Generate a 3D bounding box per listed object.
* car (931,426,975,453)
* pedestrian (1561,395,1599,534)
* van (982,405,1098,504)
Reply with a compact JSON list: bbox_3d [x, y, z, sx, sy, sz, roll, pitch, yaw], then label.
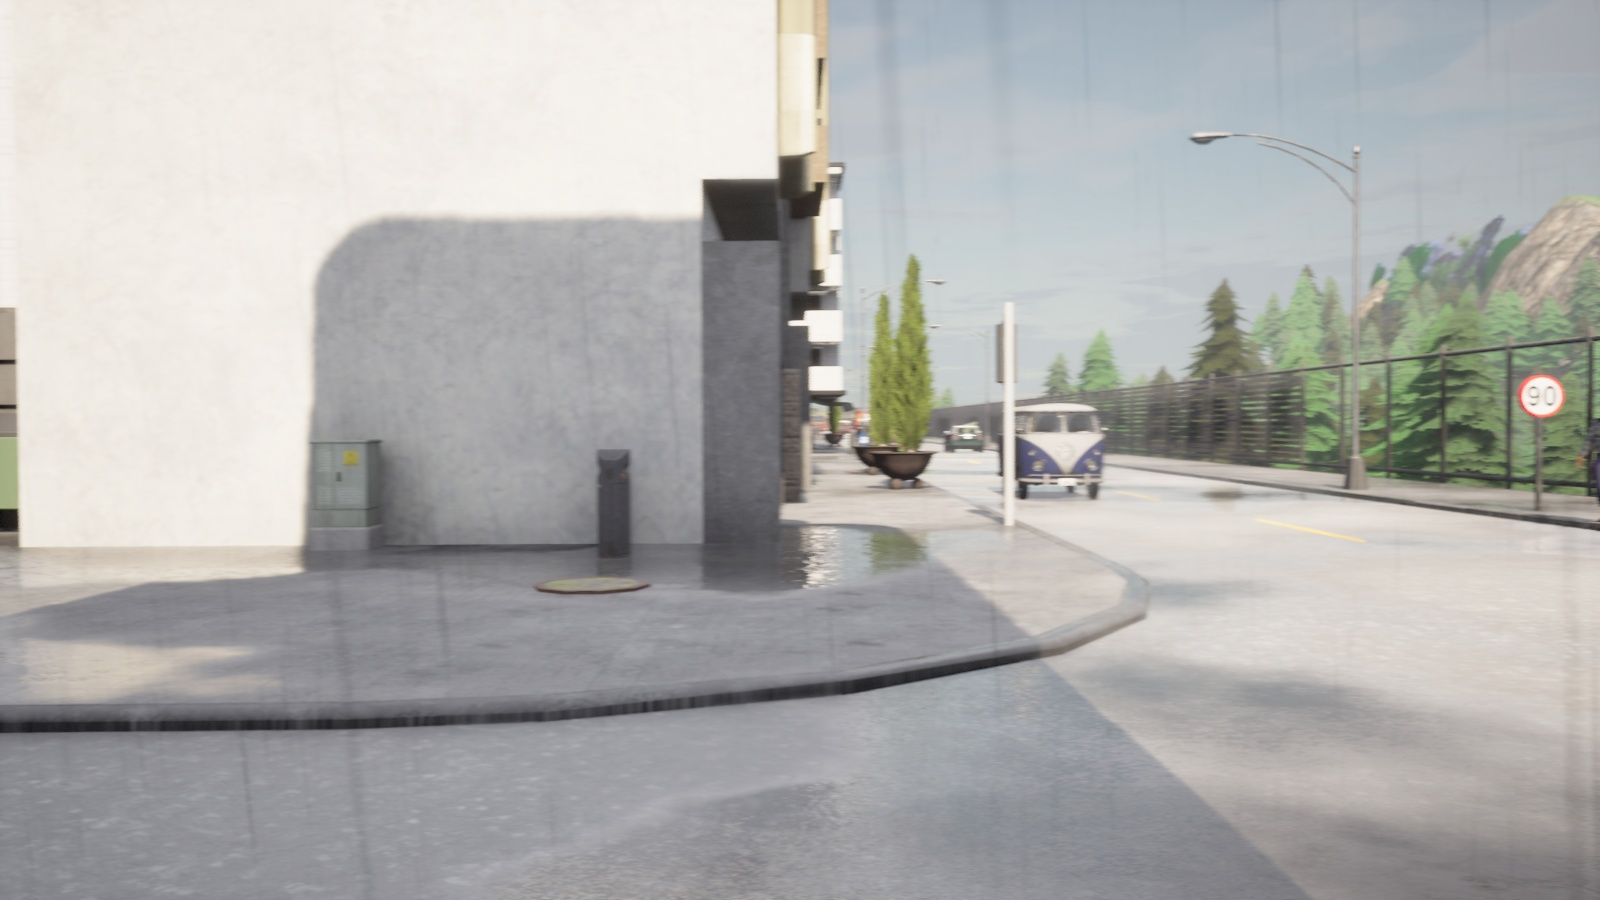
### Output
[{"bbox_3d":[8.529,-0.594,70.231,1.970,1.475,3.806,0,1,-1],"label":"car"},{"bbox_3d":[11.384,0.198,18.139,0.788,1.949,0.423,-1,2,-42],"label":"pedestrian"},{"bbox_3d":[5.116,0.043,27.331,1.775,1.987,4.442,0,1,2],"label":"van"}]
